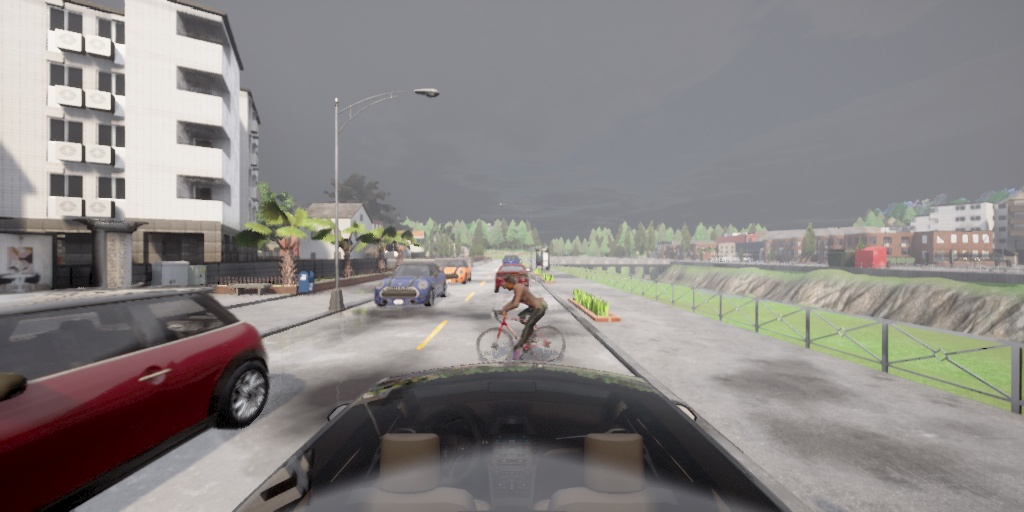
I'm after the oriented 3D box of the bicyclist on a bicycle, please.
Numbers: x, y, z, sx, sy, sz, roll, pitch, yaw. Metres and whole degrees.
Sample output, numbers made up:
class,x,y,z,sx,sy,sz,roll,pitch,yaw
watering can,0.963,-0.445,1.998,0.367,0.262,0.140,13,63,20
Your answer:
class,x,y,z,sx,sy,sz,roll,pitch,yaw
bicyclist on a bicycle,0.152,1.182,6.622,1.656,1.620,0.582,-2,0,0

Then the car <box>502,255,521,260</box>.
class,x,y,z,sx,sy,sz,roll,pitch,yaw
car,-0.105,0.913,44.666,2.150,2.045,5.566,0,0,0

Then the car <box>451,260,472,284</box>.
class,x,y,z,sx,sy,sz,roll,pitch,yaw
car,-4.185,1.069,26.028,2.097,1.767,4.553,0,0,0

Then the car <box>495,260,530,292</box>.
class,x,y,z,sx,sy,sz,roll,pitch,yaw
car,0.014,1.201,21.172,1.882,1.535,5.008,0,0,0

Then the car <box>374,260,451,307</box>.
class,x,y,z,sx,sy,sz,roll,pitch,yaw
car,-4.155,1.083,15.346,2.097,1.767,4.553,0,0,0

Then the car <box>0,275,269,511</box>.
class,x,y,z,sx,sy,sz,roll,pitch,yaw
car,-4.095,1.100,2.582,2.097,1.767,4.553,0,0,0
